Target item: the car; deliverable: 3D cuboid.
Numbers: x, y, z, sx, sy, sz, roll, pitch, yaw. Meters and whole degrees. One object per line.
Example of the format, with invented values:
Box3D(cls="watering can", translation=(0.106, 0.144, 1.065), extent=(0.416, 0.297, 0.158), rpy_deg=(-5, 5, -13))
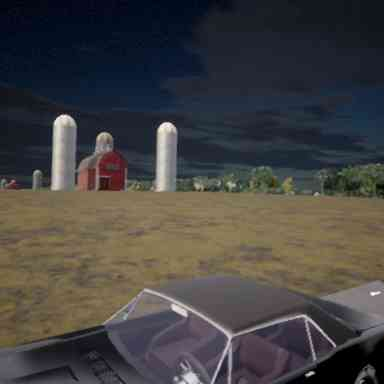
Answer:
Box3D(cls="car", translation=(-0.005, 1.613, 3.065), extent=(4.718, 1.301, 1.895), rpy_deg=(1, 0, -35))
